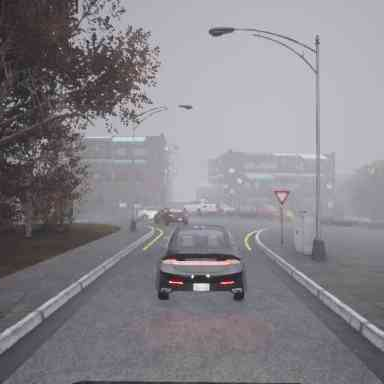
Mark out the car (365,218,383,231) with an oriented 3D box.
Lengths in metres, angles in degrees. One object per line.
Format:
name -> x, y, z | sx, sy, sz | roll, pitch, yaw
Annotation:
car -> 21.910, 3.989, 40.964 | 4.718, 1.301, 1.895 | 5, -2, -11

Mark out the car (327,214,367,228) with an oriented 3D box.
car -> 21.473, 4.049, 46.207 | 2.002, 1.452, 4.674 | 6, -3, -31

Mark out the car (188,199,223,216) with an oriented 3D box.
car -> 0.907, 1.943, 41.995 | 2.435, 2.045, 5.566 | 1, -2, -31

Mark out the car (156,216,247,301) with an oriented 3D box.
car -> 0.215, 1.582, 8.551 | 2.128, 1.511, 4.902 | 0, -1, 1

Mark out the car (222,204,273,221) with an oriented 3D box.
car -> 6.226, 2.508, 37.798 | 4.718, 1.301, 1.895 | 5, -2, -11

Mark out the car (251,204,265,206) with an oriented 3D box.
car -> 6.734, 2.471, 43.221 | 2.185, 1.767, 4.553 | 6, -3, -32

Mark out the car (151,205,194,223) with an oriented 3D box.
car -> -1.777, 1.983, 27.972 | 1.812, 1.442, 4.674 | 0, -1, -22

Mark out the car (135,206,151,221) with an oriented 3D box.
car -> -3.226, 2.070, 32.528 | 4.674, 1.442, 1.812 | -1, 0, -1

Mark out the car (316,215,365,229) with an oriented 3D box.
car -> 15.508, 3.245, 35.717 | 4.718, 1.301, 1.895 | 5, -2, -11

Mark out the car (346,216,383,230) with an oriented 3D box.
car -> 24.431, 4.331, 46.791 | 2.002, 1.452, 4.674 | 7, -3, -31

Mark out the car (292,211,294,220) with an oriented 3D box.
car -> 12.535, 3.160, 44.618 | 1.946, 1.575, 5.366 | 6, -3, -31

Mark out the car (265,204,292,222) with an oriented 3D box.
car -> 9.718, 2.632, 43.849 | 2.435, 2.045, 5.566 | 7, -3, -32
